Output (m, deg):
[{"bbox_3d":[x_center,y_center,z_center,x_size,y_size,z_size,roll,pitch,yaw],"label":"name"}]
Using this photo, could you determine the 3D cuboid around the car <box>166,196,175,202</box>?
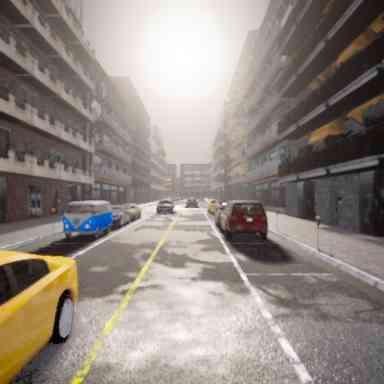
[{"bbox_3d":[-5.318,1.821,84.001,1.947,1.339,4.313,1,0,0],"label":"car"}]

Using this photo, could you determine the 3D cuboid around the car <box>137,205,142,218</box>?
[{"bbox_3d":[-5.307,1.571,28.190,1.752,1.417,4.829,1,0,0],"label":"car"}]

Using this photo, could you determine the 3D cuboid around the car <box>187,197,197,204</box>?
[{"bbox_3d":[-0.009,1.731,68.248,1.994,1.385,4.181,0,0,0],"label":"car"}]

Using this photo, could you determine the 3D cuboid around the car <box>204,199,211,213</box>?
[{"bbox_3d":[2.744,1.537,38.428,1.801,1.575,5.366,0,0,0],"label":"car"}]

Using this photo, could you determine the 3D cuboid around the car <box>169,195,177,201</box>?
[{"bbox_3d":[-5.319,1.747,95.131,1.967,1.590,4.097,1,0,0],"label":"car"}]

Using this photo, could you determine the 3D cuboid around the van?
[{"bbox_3d":[-5.301,1.355,17.233,1.690,1.788,3.998,1,0,0],"label":"van"}]

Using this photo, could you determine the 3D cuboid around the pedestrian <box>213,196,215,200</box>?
[{"bbox_3d":[2.743,1.386,41.435,0.375,1.860,0.375,1,-1,0],"label":"pedestrian"}]

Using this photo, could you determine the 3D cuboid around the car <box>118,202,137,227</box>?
[{"bbox_3d":[-5.307,1.580,22.798,2.008,1.369,4.403,1,0,0],"label":"car"}]

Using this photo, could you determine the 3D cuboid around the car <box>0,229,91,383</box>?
[{"bbox_3d":[-2.838,1.478,3.614,1.882,1.535,5.008,0,0,0],"label":"car"}]

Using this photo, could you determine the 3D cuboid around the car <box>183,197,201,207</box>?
[{"bbox_3d":[-0.002,1.733,52.467,1.895,1.301,4.718,0,0,0],"label":"car"}]

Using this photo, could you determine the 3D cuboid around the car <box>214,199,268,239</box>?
[{"bbox_3d":[2.578,1.330,17.271,2.192,1.841,5.009,1,0,0],"label":"car"}]

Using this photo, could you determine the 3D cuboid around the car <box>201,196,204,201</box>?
[{"bbox_3d":[2.561,1.807,89.768,1.752,1.417,4.829,1,0,0],"label":"car"}]

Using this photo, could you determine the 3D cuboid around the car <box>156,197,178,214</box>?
[{"bbox_3d":[-2.849,1.579,36.519,1.837,1.490,4.892,0,0,0],"label":"car"}]

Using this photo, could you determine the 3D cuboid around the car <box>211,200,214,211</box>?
[{"bbox_3d":[2.575,1.470,22.835,1.967,1.590,4.097,1,0,0],"label":"car"}]

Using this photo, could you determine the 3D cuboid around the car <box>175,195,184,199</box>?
[{"bbox_3d":[-2.762,1.400,77.068,1.812,1.442,4.674,0,0,0],"label":"car"}]
